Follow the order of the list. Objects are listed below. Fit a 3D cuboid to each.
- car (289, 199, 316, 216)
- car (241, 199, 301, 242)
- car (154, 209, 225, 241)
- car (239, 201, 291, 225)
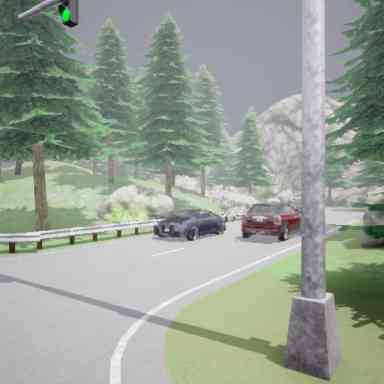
[{"bbox_3d":[11.264,1.520,33.746,1.837,1.490,4.892,0,0,28],"label":"car"},{"bbox_3d":[4.324,1.312,16.976,2.097,1.767,4.553,0,0,35],"label":"car"},{"bbox_3d":[-0.018,1.579,17.037,1.994,1.385,4.181,0,0,35],"label":"car"},{"bbox_3d":[5.653,1.507,25.207,2.128,1.511,4.902,0,0,35],"label":"car"}]
